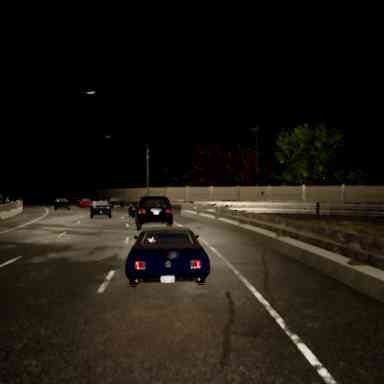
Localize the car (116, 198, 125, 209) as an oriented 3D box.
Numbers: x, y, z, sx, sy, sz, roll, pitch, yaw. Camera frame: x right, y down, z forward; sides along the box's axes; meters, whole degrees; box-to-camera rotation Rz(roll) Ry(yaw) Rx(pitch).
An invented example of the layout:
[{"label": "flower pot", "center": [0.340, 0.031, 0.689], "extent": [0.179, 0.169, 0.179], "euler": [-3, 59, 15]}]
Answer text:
[{"label": "car", "center": [-10.705, 1.592, 46.474], "extent": [2.128, 1.511, 4.902], "euler": [0, 0, -24]}]

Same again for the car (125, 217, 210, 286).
[{"label": "car", "center": [-0.725, 1.620, 9.469], "extent": [1.895, 1.301, 4.718], "euler": [0, 0, -5]}]

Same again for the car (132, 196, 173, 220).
[{"label": "car", "center": [-2.532, 1.264, 21.415], "extent": [2.150, 2.045, 5.566], "euler": [0, 0, -11]}]

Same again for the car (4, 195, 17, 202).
[{"label": "car", "center": [-45.265, 1.583, 80.475], "extent": [4.902, 1.511, 2.128], "euler": [0, 0, 38]}]

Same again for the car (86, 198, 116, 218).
[{"label": "car", "center": [-8.588, 1.561, 31.236], "extent": [2.128, 1.511, 4.902], "euler": [0, 0, -17]}]

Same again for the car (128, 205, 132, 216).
[{"label": "car", "center": [-4.771, 1.628, 30.715], "extent": [1.994, 1.385, 4.181], "euler": [0, 0, -17]}]

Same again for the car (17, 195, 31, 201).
[{"label": "car", "center": [-43.027, 1.583, 83.166], "extent": [4.674, 1.442, 1.812], "euler": [0, 0, 38]}]

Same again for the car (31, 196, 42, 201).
[{"label": "car", "center": [-40.350, 1.628, 85.567], "extent": [4.181, 1.385, 1.994], "euler": [0, 0, 38]}]

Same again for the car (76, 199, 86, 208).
[{"label": "car", "center": [-15.821, 1.674, 49.029], "extent": [1.994, 1.385, 4.181], "euler": [0, 0, -27]}]

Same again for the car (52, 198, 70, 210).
[{"label": "car", "center": [-17.653, 1.596, 44.817], "extent": [2.128, 1.511, 4.902], "euler": [0, 0, -25]}]
